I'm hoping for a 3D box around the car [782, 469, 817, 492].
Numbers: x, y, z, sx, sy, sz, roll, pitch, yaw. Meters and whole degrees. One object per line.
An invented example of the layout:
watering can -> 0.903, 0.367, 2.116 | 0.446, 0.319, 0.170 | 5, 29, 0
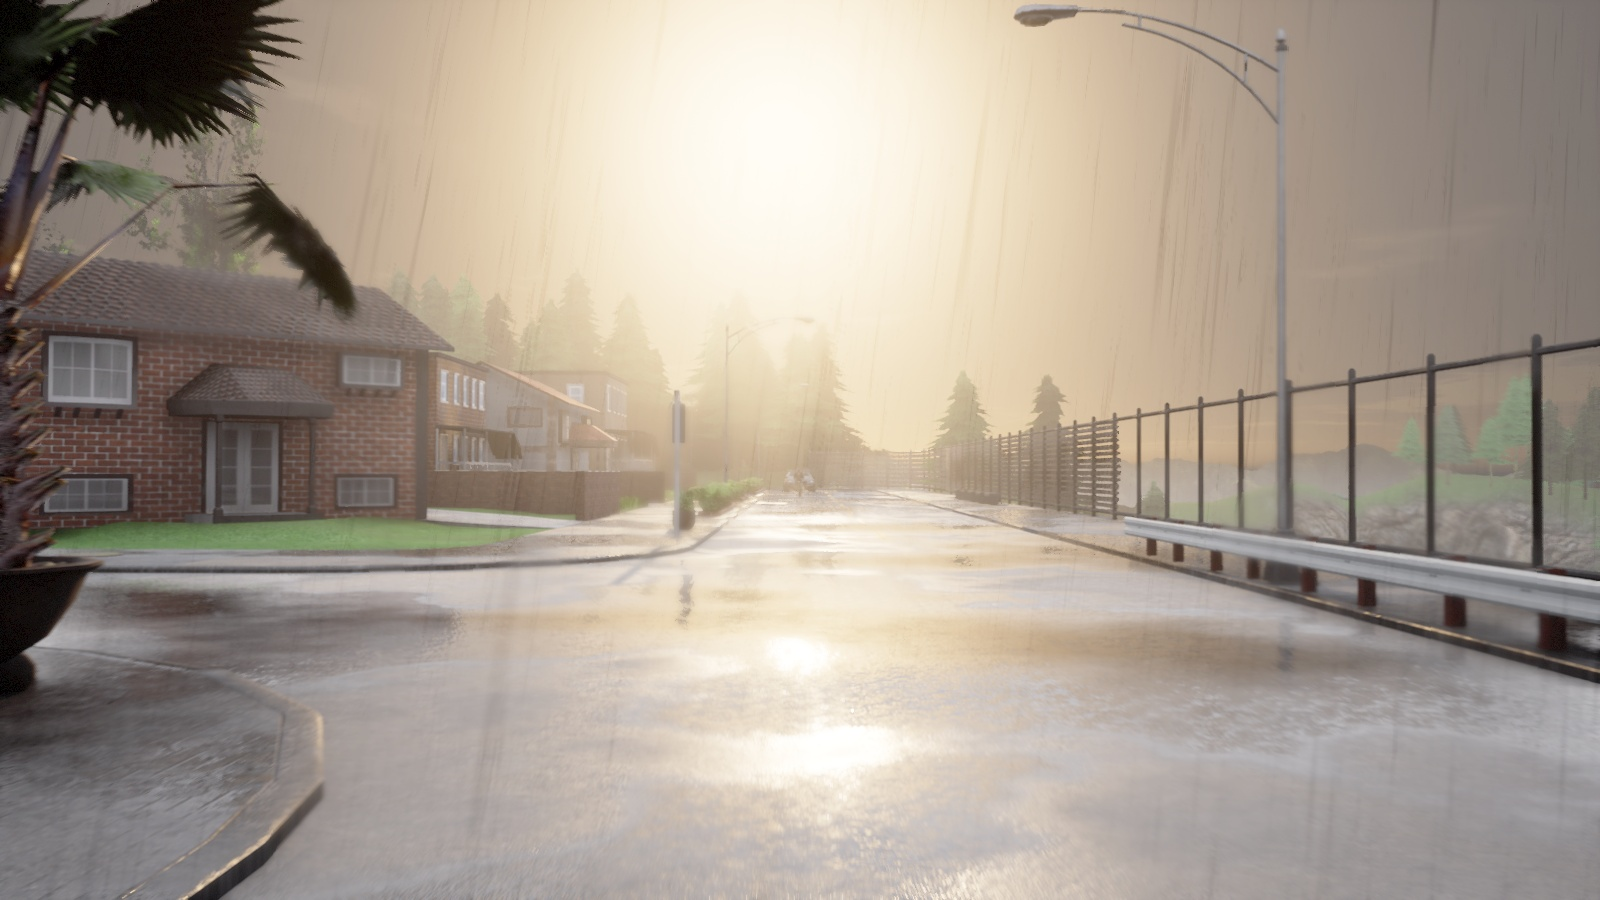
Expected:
car -> -0.066, 2.227, 93.674 | 2.242, 1.667, 4.611 | 0, -1, -4
